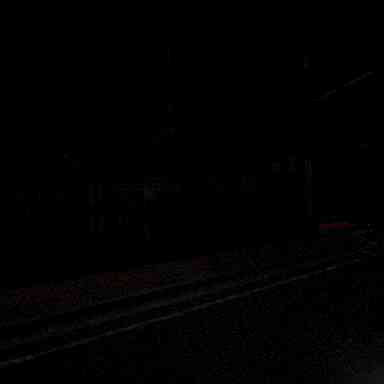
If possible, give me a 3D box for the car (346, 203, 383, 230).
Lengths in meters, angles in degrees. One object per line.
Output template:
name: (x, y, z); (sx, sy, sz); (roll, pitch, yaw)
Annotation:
car: (10.158, 1.178, 16.114); (1.895, 1.301, 4.718); (-3, 0, -35)
